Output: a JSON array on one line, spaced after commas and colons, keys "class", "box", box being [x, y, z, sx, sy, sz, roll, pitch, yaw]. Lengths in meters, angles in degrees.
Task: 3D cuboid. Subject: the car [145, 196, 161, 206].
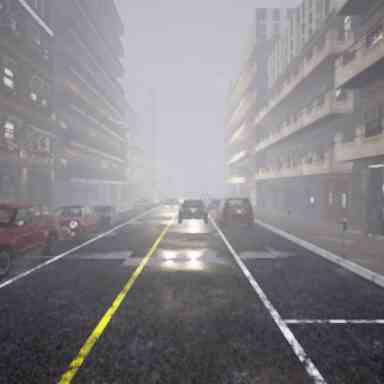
[{"class": "car", "box": [-5.698, 1.296, 49.487, 1.752, 1.417, 4.829, -1, 0, 0]}]

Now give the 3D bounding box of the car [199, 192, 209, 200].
[{"class": "car", "box": [2.681, 0.962, 77.941, 2.192, 1.841, 5.009, -1, 0, 0]}]

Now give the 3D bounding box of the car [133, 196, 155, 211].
[{"class": "car", "box": [-5.698, 1.347, 38.159, 1.752, 1.417, 4.829, -1, 0, 0]}]

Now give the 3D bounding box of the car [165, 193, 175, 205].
[{"class": "car", "box": [-3.037, 1.325, 51.568, 1.994, 1.385, 4.181, 0, 0, 0]}]

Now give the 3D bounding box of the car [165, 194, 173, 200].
[{"class": "car", "box": [-5.696, 1.149, 83.470, 1.752, 1.417, 4.829, -1, 0, 0]}]

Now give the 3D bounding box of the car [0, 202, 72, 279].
[{"class": "car", "box": [-5.703, 1.267, 10.008, 2.192, 1.841, 5.009, -1, 0, 0]}]

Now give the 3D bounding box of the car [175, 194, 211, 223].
[{"class": "car", "box": [0.087, 1.238, 24.321, 2.097, 1.767, 4.553, 0, 0, 0]}]

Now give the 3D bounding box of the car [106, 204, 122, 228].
[{"class": "car", "box": [-5.699, 1.465, 21.336, 1.947, 1.339, 4.313, -1, 0, 0]}]

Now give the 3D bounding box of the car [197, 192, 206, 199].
[{"class": "car", "box": [2.683, 0.891, 94.932, 2.192, 1.841, 5.009, -1, 0, 0]}]

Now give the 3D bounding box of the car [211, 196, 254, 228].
[{"class": "car", "box": [2.678, 1.214, 21.303, 2.192, 1.841, 5.009, -1, 0, 0]}]

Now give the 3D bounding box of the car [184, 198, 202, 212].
[{"class": "car", "box": [0.091, 1.425, 37.693, 1.895, 1.301, 4.718, 0, 0, 0]}]

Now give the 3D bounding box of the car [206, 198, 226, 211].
[{"class": "car", "box": [2.682, 1.387, 38.295, 1.947, 1.339, 4.313, -1, 0, 0]}]

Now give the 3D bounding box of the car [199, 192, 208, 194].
[{"class": "car", "box": [2.682, 1.159, 60.950, 1.967, 1.590, 4.097, -1, 0, 0]}]

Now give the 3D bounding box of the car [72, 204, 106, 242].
[{"class": "car", "box": [-5.701, 1.365, 15.672, 1.967, 1.590, 4.097, -1, 0, 0]}]

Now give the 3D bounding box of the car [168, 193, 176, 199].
[{"class": "car", "box": [-5.694, 1.101, 94.797, 1.752, 1.417, 4.829, -1, 0, 0]}]

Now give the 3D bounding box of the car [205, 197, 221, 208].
[{"class": "car", "box": [2.683, 1.378, 43.960, 1.802, 1.307, 4.206, -1, 0, 0]}]

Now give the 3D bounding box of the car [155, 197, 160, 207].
[{"class": "car", "box": [-5.698, 1.322, 43.823, 1.752, 1.417, 4.829, -1, 0, 0]}]
